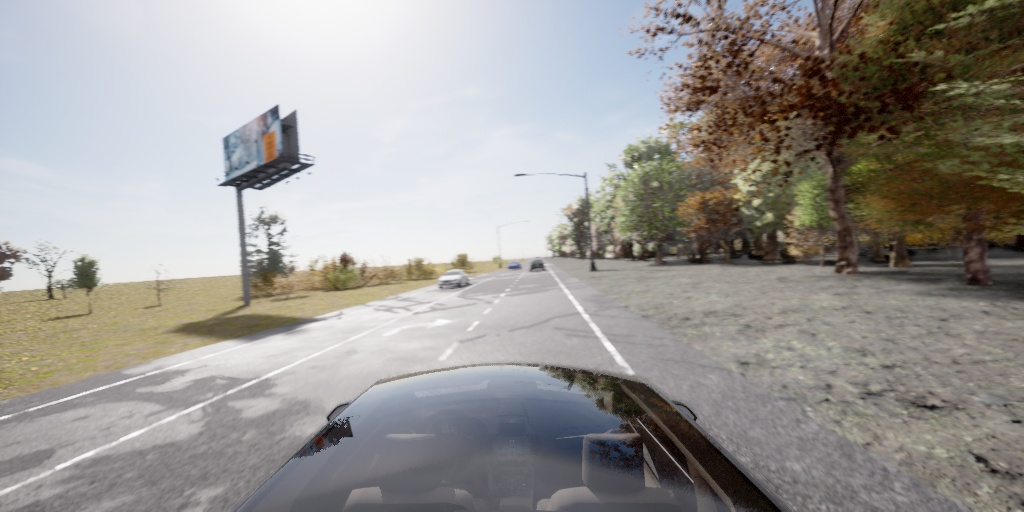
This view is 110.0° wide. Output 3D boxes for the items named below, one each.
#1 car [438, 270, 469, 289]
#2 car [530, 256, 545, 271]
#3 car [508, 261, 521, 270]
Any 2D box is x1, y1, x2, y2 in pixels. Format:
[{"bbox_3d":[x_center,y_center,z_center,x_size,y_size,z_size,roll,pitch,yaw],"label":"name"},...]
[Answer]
[{"bbox_3d":[-4.944,1.919,30.733,1.812,1.442,4.674,-5,0,5],"label":"car"},{"bbox_3d":[3.661,1.205,51.990,2.097,1.767,4.553,-5,0,4],"label":"car"},{"bbox_3d":[0.450,1.695,64.465,1.882,1.535,5.008,-5,0,10],"label":"car"}]
